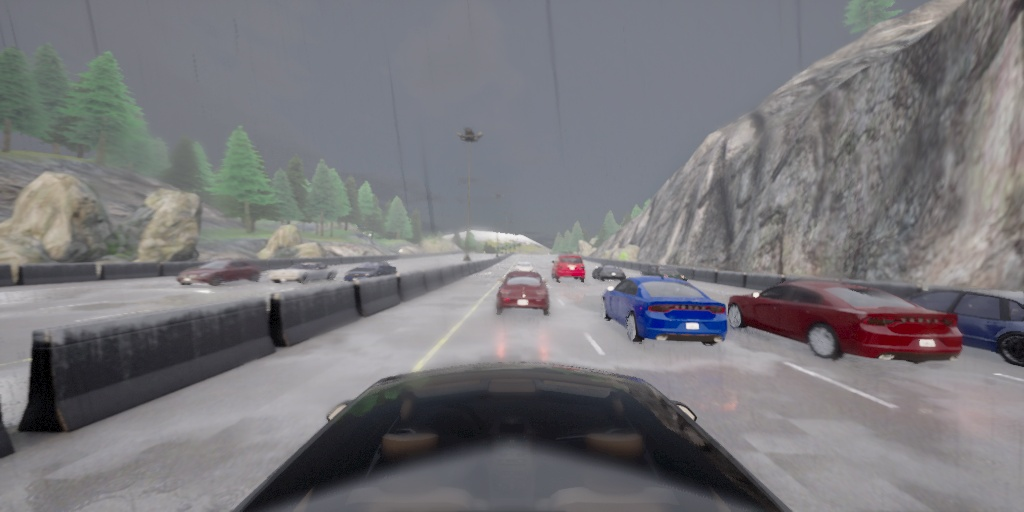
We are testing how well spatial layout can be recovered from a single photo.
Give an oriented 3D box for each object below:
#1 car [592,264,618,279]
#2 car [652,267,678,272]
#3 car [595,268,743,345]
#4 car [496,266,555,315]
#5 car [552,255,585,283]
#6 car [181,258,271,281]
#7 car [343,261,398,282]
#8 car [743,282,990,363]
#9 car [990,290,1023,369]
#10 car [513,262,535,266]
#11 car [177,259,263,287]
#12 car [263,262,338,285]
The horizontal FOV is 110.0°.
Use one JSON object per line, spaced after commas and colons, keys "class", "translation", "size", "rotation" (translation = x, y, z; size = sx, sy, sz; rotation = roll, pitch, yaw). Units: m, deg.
{"class": "car", "translation": [8.000, 1.362, 29.947], "size": [1.994, 1.385, 4.181], "rotation": [1, 1, 2]}
{"class": "car", "translation": [11.415, 1.475, 27.442], "size": [1.895, 1.301, 4.718], "rotation": [1, 0, 2]}
{"class": "car", "translation": [3.815, 1.297, 9.875], "size": [1.882, 1.535, 5.008], "rotation": [1, 0, 2]}
{"class": "car", "translation": [0.423, 1.283, 13.559], "size": [1.812, 1.442, 4.674], "rotation": [1, 0, 2]}
{"class": "car", "translation": [4.462, 0.971, 28.711], "size": [2.150, 2.045, 5.566], "rotation": [1, 0, 2]}
{"class": "car", "translation": [-20.301, 0.905, 25.843], "size": [2.033, 1.411, 5.357], "rotation": [1, 0, 2]}
{"class": "car", "translation": [-9.810, 1.082, 25.469], "size": [2.033, 1.411, 5.357], "rotation": [1, 0, 2]}
{"class": "car", "translation": [7.275, 1.355, 8.676], "size": [1.882, 1.535, 5.008], "rotation": [1, 0, 2]}
{"class": "car", "translation": [10.761, 1.484, 8.235], "size": [2.033, 1.411, 5.357], "rotation": [1, 0, 2]}
{"class": "car", "translation": [1.021, 1.202, 30.622], "size": [1.812, 1.442, 4.674], "rotation": [1, 1, 2]}
{"class": "car", "translation": [-16.987, 0.966, 21.192], "size": [1.812, 1.442, 4.674], "rotation": [1, 0, 2]}
{"class": "car", "translation": [-13.401, 1.089, 23.327], "size": [1.895, 1.301, 4.718], "rotation": [1, 0, 2]}
